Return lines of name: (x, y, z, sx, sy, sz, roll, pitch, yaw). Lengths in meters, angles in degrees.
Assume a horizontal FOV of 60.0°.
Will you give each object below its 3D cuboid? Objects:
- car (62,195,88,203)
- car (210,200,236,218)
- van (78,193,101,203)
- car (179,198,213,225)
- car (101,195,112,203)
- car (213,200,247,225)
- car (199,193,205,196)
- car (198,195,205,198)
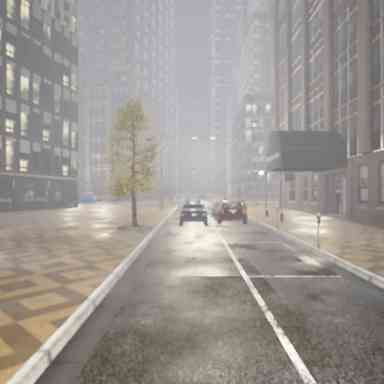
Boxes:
car: (-22.865, 1.365, 64.861, 4.507, 1.381, 1.887, 0, 0, 14)
car: (2.579, 1.382, 28.369, 1.802, 1.307, 4.206, 1, 0, 0)
van: (-17.825, 1.040, 55.344, 3.998, 1.788, 1.690, 0, 0, 14)
car: (0.102, 1.388, 22.428, 2.033, 1.411, 5.357, 0, 0, 0)
car: (-17.448, 1.334, 63.512, 4.403, 1.369, 2.008, 0, 0, 14)
car: (2.581, 1.278, 22.801, 1.967, 1.590, 4.097, 1, 0, 0)
car: (2.583, 1.016, 88.773, 1.947, 1.339, 4.313, 1, 0, 0)
car: (0.110, 1.306, 37.597, 1.994, 1.385, 4.181, 0, 0, 0)
